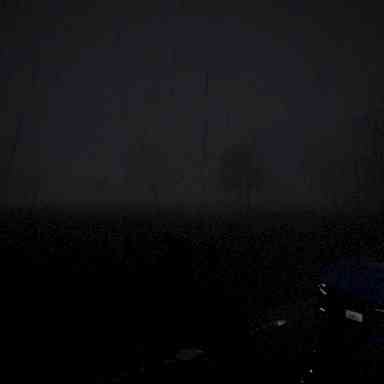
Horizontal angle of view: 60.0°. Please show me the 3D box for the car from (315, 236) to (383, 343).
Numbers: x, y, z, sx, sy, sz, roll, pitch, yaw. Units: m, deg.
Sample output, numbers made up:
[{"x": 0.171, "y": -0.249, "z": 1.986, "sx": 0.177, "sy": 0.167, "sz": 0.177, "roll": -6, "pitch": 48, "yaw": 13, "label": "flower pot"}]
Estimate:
[{"x": 4.326, "y": 1.480, "z": 6.142, "sx": 5.008, "sy": 1.535, "sz": 1.882, "roll": 0, "pitch": 0, "yaw": -35, "label": "car"}]
